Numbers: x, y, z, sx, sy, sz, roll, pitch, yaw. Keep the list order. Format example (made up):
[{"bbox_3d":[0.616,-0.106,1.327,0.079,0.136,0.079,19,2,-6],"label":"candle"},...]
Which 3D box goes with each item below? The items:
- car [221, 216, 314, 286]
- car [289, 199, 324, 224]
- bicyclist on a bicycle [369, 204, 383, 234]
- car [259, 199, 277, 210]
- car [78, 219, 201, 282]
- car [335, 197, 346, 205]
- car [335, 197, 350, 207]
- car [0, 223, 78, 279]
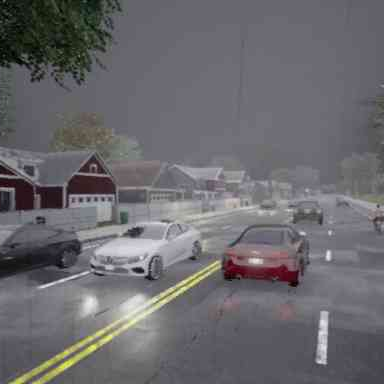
[{"bbox_3d":[2.299,1.621,9.750,1.994,1.385,4.181,-1,-1,23],"label":"car"},{"bbox_3d":[9.199,1.474,26.095,2.097,1.767,4.553,-1,-1,23],"label":"car"},{"bbox_3d":[10.308,1.478,18.416,0.866,1.612,1.509,-1,-1,23],"label":"bicyclist on a bicycle"},{"bbox_3d":[10.931,1.771,47.400,1.882,1.535,5.008,-1,-1,23],"label":"car"},{"bbox_3d":[-1.157,1.628,10.442,1.812,1.442,4.674,-1,-1,23],"label":"car"},{"bbox_3d":[30.174,1.752,67.666,1.837,1.490,4.892,-1,-1,23],"label":"car"},{"bbox_3d":[24.570,1.725,54.114,1.812,1.442,4.674,-1,0,23],"label":"car"},{"bbox_3d":[-5.125,1.665,9.400,1.812,1.442,4.674,-1,-1,23],"label":"car"}]
